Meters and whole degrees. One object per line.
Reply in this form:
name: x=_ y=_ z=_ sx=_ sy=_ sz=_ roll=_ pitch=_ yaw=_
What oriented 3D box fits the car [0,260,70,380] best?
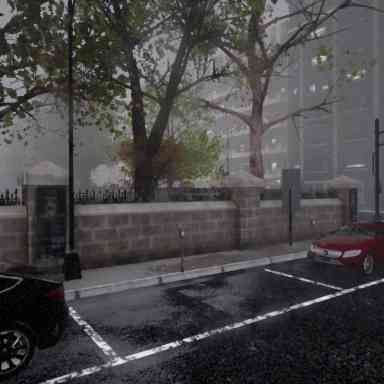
car: x=-3.723 y=1.566 z=3.936 sx=4.313 sy=1.339 sz=1.947 roll=0 pitch=0 yaw=-35

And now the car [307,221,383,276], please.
car: x=5.356 y=1.581 z=10.269 sx=4.206 sy=1.307 sz=1.802 roll=0 pitch=0 yaw=-35
